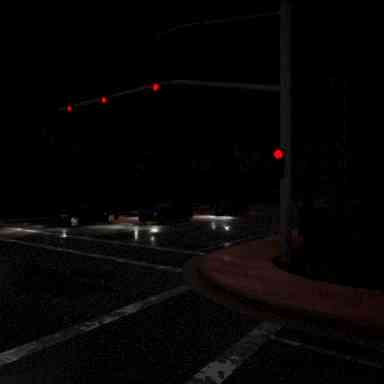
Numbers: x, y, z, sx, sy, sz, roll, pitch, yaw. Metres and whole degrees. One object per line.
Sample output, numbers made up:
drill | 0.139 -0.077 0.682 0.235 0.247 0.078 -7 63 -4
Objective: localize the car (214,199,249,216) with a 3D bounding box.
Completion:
car | 3.993 1.507 33.104 1.837 1.490 4.892 0 0 36

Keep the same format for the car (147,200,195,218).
car | -1.852 1.507 30.990 1.837 1.490 4.892 0 0 36

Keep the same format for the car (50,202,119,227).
car | -7.384 1.480 23.275 1.882 1.535 5.008 0 0 36

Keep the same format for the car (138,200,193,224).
car | -1.868 1.479 24.966 1.882 1.535 5.008 0 0 36
